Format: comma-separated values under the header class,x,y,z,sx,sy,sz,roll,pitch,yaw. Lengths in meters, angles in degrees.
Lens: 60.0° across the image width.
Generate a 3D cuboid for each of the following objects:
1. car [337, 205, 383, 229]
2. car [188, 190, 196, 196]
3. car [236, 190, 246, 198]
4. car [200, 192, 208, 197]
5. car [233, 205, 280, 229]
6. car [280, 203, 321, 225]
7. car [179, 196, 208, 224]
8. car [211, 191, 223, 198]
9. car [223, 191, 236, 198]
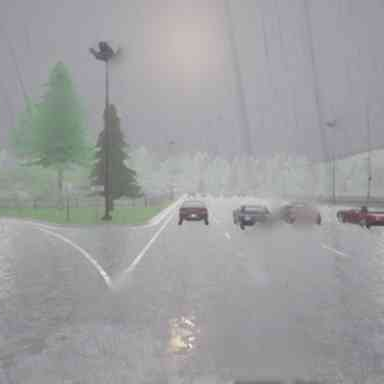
class,x,y,z,sx,sy,sz,roll,pitch,yaw
car,10.598,1.455,20.132,1.895,1.301,4.718,0,0,0
car,-0.006,0.525,94.579,2.150,2.045,5.566,0,0,0
car,13.994,0.525,94.580,2.150,2.045,5.566,0,0,0
car,3.494,0.903,94.999,1.895,1.301,4.718,0,0,0
car,3.599,1.455,20.131,1.895,1.301,4.718,0,0,0
car,7.100,1.401,22.458,1.994,1.385,4.181,0,0,0
car,0.099,1.309,23.265,1.882,1.535,5.008,0,0,0
car,6.994,0.850,94.552,2.033,1.411,5.357,0,0,0
car,10.494,0.861,94.969,1.994,1.385,4.181,0,0,0
